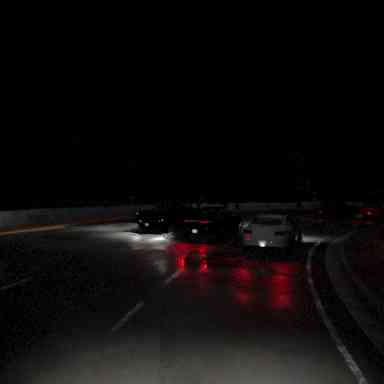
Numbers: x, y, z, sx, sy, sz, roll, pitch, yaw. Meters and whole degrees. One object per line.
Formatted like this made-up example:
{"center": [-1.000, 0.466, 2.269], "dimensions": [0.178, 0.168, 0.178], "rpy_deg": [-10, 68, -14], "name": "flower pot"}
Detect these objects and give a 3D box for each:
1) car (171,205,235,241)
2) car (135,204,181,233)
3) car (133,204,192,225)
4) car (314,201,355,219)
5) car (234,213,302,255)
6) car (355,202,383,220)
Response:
{"center": [1.185, 1.532, 17.014], "dimensions": [2.128, 1.511, 4.902], "rpy_deg": [0, 0, 26], "name": "car"}
{"center": [-1.237, 1.538, 20.252], "dimensions": [1.837, 1.490, 4.892], "rpy_deg": [0, 0, 31], "name": "car"}
{"center": [-2.136, 1.640, 25.431], "dimensions": [1.895, 1.301, 4.718], "rpy_deg": [0, 0, 36], "name": "car"}
{"center": [13.336, 1.606, 30.778], "dimensions": [5.008, 1.535, 1.882], "rpy_deg": [0, 0, -36], "name": "car"}
{"center": [3.346, 1.569, 13.601], "dimensions": [1.812, 1.442, 4.674], "rpy_deg": [0, 0, 23], "name": "car"}
{"center": [16.704, 1.619, 28.851], "dimensions": [5.008, 1.535, 1.882], "rpy_deg": [0, 0, -33], "name": "car"}
